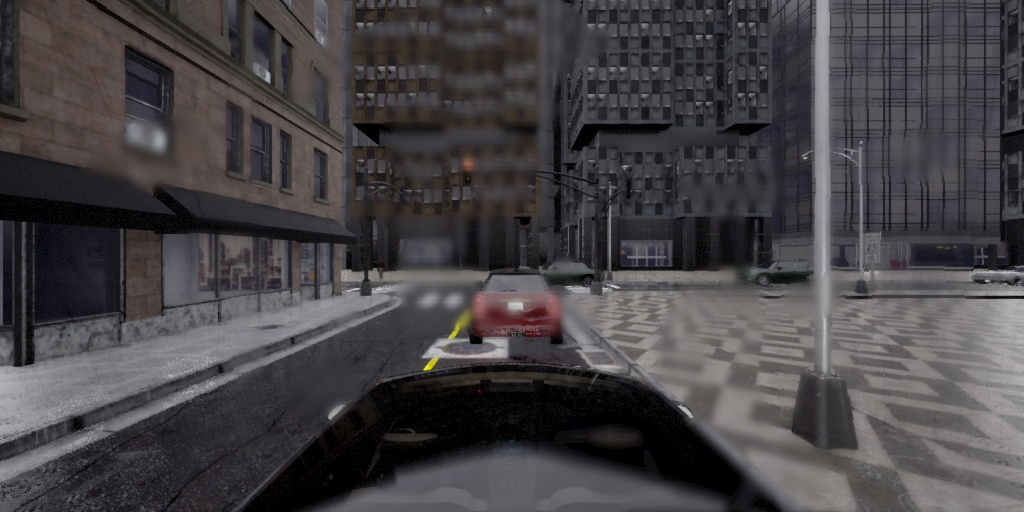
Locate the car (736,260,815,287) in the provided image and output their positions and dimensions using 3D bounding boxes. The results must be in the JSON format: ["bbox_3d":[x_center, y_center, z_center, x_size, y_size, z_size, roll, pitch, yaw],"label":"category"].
[{"bbox_3d":[17.344,1.075,23.592,4.553,1.767,2.097,0,0,1],"label":"car"}]

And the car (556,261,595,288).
[{"bbox_3d":[2.788,1.097,22.294,4.553,1.767,2.097,0,0,-18],"label":"car"}]

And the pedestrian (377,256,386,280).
[{"bbox_3d":[-9.839,0.903,26.925,0.375,1.860,0.375,0,0,1],"label":"pedestrian"}]

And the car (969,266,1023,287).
[{"bbox_3d":[33.255,1.303,23.404,4.718,1.301,1.895,0,0,1],"label":"car"}]

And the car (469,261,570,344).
[{"bbox_3d":[0.068,1.102,9.743,2.097,1.767,4.553,0,0,-1],"label":"car"}]
